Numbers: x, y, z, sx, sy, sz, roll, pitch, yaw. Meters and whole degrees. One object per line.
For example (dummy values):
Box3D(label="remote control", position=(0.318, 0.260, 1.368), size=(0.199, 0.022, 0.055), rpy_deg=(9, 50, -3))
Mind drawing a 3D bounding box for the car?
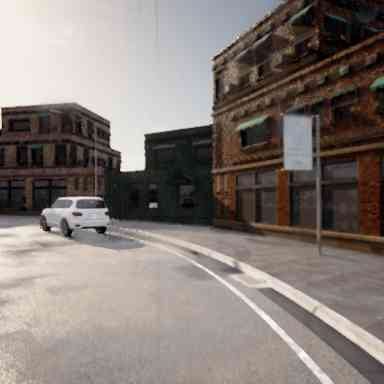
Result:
Box3D(label="car", position=(-6.707, 1.291, 18.798), size=(2.150, 2.045, 5.566), rpy_deg=(2, -1, -41))
